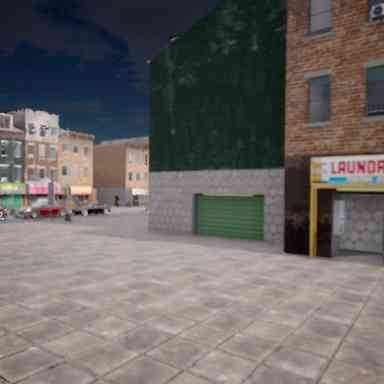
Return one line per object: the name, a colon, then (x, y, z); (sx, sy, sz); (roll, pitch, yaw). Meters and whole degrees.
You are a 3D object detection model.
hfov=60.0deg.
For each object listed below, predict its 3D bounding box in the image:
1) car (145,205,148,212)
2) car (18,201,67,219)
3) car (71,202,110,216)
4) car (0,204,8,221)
car: (-4.260, 1.869, 43.830); (1.887, 1.381, 4.507); (0, -1, 35)
car: (-13.721, 1.574, 30.554); (1.967, 1.590, 4.097); (0, 0, 35)
car: (-10.568, 1.762, 34.979); (1.947, 1.339, 4.313); (0, 0, 35)
car: (-16.875, 1.513, 26.129); (1.967, 1.590, 4.097); (0, 0, 35)
